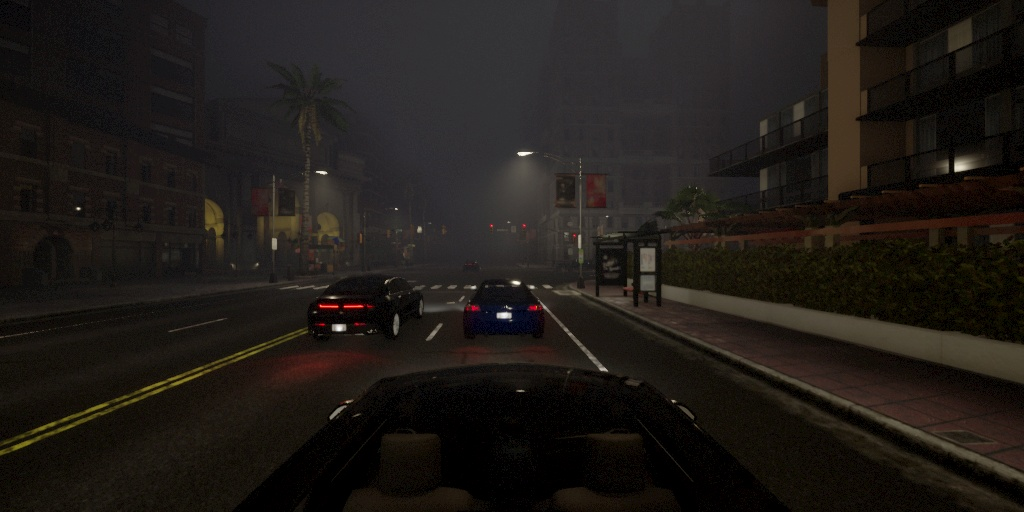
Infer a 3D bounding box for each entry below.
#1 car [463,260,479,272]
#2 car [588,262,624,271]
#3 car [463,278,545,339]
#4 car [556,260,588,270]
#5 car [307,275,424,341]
[{"bbox_3d":[-5.253,1.243,46.573,2.128,1.511,4.902,0,0,-2],"label":"car"},{"bbox_3d":[12.941,1.229,46.771,5.008,1.535,1.882,0,0,-3],"label":"car"},{"bbox_3d":[-0.247,1.314,10.097,1.994,1.385,4.181,0,0,-2],"label":"car"},{"bbox_3d":[8.710,1.258,50.558,4.892,1.490,1.837,0,1,6],"label":"car"},{"bbox_3d":[-3.736,1.255,9.937,1.837,1.490,4.892,0,0,-3],"label":"car"}]
